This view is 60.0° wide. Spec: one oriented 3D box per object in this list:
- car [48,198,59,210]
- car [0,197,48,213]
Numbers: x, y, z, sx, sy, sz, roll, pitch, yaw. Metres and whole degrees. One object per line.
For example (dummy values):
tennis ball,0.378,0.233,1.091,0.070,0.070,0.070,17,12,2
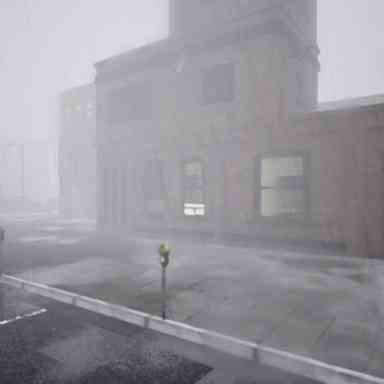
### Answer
car,-16.725,1.499,42.802,1.967,1.590,4.097,1,1,34
car,-19.862,1.440,38.230,2.192,1.841,5.009,1,1,34
